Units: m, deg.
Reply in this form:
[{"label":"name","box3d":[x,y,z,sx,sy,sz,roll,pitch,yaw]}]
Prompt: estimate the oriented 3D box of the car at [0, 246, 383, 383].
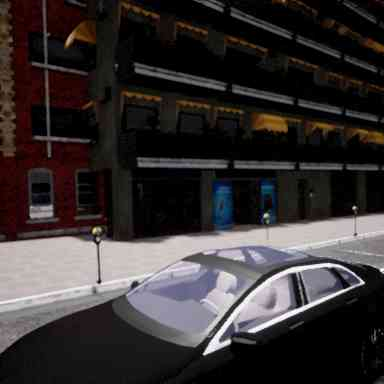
[{"label":"car","box3d":[0.461,1.458,3.728,4.902,1.511,2.128,-1,1,-37]}]
